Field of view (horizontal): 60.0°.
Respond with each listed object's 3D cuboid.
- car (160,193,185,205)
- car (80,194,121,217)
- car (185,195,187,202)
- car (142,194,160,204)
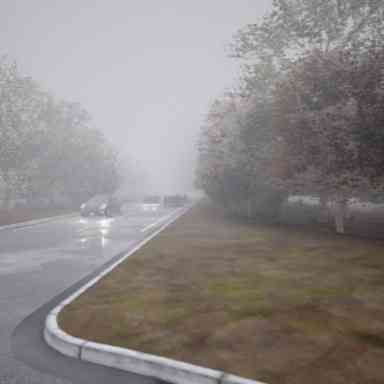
[{"bbox_3d":[-2.470,0.875,43.013,1.882,1.535,5.008,-1,1,4],"label":"car"},{"bbox_3d":[-7.278,1.033,26.871,2.097,1.767,4.553,-1,1,4],"label":"car"},{"bbox_3d":[-1.811,0.846,53.037,1.895,1.301,4.718,-1,1,4],"label":"car"},{"bbox_3d":[-5.722,0.944,47.380,1.994,1.385,4.181,-1,1,4],"label":"car"}]
